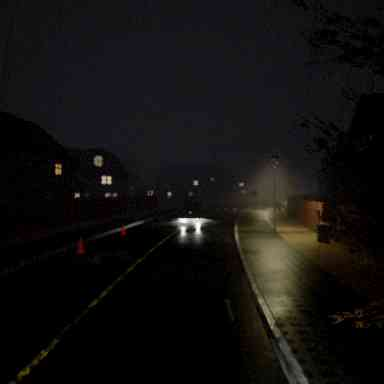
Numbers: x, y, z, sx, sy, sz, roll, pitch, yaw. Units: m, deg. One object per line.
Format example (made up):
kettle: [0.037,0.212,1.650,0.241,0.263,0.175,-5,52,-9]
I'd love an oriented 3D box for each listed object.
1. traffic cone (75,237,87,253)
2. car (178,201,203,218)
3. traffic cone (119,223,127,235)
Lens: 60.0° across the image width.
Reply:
traffic cone: [-4.074,1.928,12.176,0.340,0.580,0.340,0,0,5]
car: [-0.030,1.477,28.968,1.994,1.385,4.181,0,0,3]
traffic cone: [-3.562,1.914,17.230,0.340,0.580,0.340,0,0,7]
